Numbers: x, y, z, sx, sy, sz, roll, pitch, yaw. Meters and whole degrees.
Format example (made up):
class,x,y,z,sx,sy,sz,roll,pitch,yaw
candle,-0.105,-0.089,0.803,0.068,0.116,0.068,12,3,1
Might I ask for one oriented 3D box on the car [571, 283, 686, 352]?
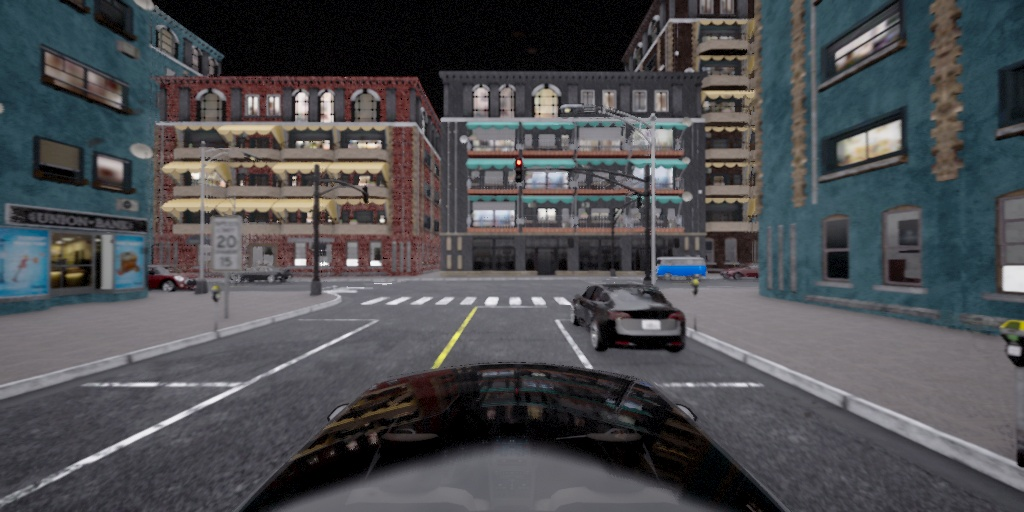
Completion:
class,x,y,z,sx,sy,sz,roll,pitch,yaw
car,2.566,1.302,8.707,1.948,1.339,4.313,0,0,0

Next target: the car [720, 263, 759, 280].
class,x,y,z,sx,sy,sz,roll,pitch,yaw
car,18.731,1.197,28.305,4.207,1.307,1.802,0,0,0

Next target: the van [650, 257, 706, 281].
class,x,y,z,sx,sy,sz,roll,pitch,yaw
van,13.091,0.991,28.276,3.998,1.789,1.690,0,0,0

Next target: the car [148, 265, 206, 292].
class,x,y,z,sx,sy,sz,roll,pitch,yaw
car,-19.652,1.227,20.097,4.097,1.591,1.967,0,0,0

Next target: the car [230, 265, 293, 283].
class,x,y,z,sx,sy,sz,roll,pitch,yaw
car,-19.694,1.410,28.236,4.403,1.370,2.007,0,0,0
